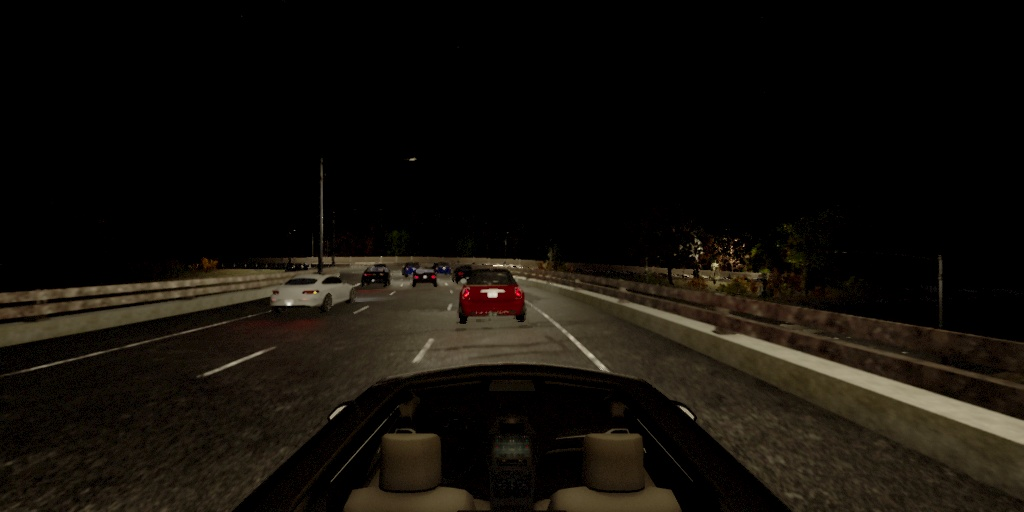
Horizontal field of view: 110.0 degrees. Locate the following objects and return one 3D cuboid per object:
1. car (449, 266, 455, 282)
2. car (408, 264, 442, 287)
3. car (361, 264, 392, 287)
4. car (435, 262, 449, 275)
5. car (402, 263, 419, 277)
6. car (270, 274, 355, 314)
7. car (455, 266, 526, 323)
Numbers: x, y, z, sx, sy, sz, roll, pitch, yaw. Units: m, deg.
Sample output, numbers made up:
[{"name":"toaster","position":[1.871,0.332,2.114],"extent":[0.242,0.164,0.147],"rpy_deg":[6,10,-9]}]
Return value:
[{"name":"car","position":[-4.138,1.605,31.301],"extent":[1.812,1.442,4.674],"rpy_deg":[0,-1,-15]},{"name":"car","position":[-6.957,1.610,28.523],"extent":[2.033,1.411,5.357],"rpy_deg":[0,-1,-15]},{"name":"car","position":[-10.487,1.565,27.889],"extent":[2.128,1.511,4.902],"rpy_deg":[0,0,-14]},{"name":"car","position":[-9.019,1.599,45.274],"extent":[2.097,1.767,4.553],"rpy_deg":[0,-1,-23]},{"name":"car","position":[-12.202,1.599,43.846],"extent":[2.097,1.767,4.553],"rpy_deg":[0,-1,-22]},{"name":"car","position":[-8.035,1.449,14.811],"extent":[1.812,1.442,4.674],"rpy_deg":[0,-1,-6]},{"name":"car","position":[-0.797,1.224,12.985],"extent":[2.097,1.767,4.553],"rpy_deg":[0,-1,-6]}]
